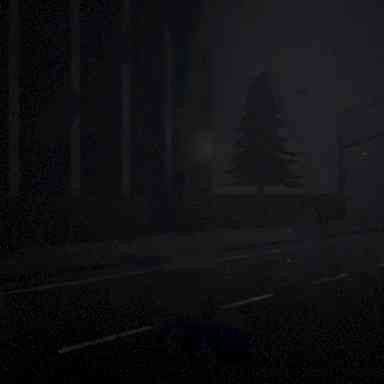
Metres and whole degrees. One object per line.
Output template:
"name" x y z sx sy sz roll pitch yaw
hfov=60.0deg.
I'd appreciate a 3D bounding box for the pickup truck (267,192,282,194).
"pickup truck" 17.322 0.988 69.661 2.390 2.098 6.274 0 0 -6
